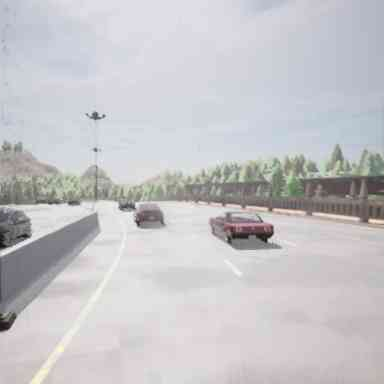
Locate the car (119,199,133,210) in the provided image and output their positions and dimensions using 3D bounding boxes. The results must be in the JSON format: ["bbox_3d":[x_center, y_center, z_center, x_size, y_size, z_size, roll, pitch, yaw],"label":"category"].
[{"bbox_3d":[-8.066,1.548,41.289,1.895,1.301,4.718,0,0,-16],"label":"car"}]

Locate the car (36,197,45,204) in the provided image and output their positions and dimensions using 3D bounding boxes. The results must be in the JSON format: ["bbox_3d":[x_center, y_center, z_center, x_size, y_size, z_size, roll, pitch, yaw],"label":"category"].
[{"bbox_3d":[-30.359,1.685,67.592,2.033,1.411,5.357,0,-2,-16],"label":"car"}]

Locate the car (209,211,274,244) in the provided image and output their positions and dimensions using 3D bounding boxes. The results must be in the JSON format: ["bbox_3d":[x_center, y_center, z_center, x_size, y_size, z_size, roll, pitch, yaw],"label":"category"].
[{"bbox_3d":[2.116,1.549,15.711,1.895,1.301,4.718,0,0,-9],"label":"car"}]

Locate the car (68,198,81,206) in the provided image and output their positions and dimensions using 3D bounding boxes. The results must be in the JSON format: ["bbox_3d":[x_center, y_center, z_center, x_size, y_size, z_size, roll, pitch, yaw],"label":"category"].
[{"bbox_3d":[-19.628,1.592,55.587,1.895,1.301,4.718,0,0,-16],"label":"car"}]

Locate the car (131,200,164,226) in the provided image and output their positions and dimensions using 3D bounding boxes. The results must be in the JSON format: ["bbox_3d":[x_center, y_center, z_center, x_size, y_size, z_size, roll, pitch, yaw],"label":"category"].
[{"bbox_3d":[-3.072,1.486,23.312,1.812,1.442,4.674,0,0,-13],"label":"car"}]

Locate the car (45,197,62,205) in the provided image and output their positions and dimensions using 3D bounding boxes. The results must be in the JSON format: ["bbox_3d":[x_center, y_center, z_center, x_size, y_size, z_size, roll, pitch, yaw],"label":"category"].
[{"bbox_3d":[-24.132,1.615,58.600,1.895,1.301,4.718,0,0,-16],"label":"car"}]

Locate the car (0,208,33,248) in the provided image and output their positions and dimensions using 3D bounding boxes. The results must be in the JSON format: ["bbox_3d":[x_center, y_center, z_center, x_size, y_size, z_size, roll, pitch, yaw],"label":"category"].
[{"bbox_3d":[-8.581,1.519,14.735,1.837,1.490,4.892,0,0,-10],"label":"car"}]
